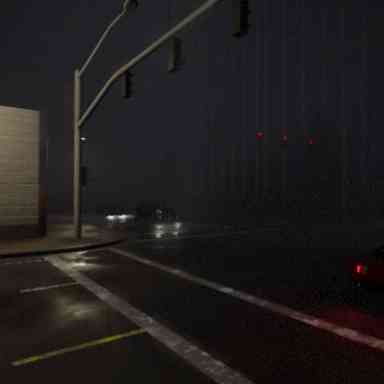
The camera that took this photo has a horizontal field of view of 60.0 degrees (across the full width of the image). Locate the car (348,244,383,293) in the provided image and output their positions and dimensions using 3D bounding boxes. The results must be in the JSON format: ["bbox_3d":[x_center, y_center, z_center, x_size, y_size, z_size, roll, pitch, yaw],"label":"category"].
[{"bbox_3d":[5.805,1.705,7.899,4.718,1.301,1.895,1,0,-35],"label":"car"}]

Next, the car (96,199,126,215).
[{"bbox_3d":[-8.774,1.739,35.802,1.994,1.385,4.181,1,0,-35],"label":"car"}]

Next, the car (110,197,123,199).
[{"bbox_3d":[-12.200,1.590,52.909,2.097,1.767,4.553,1,0,-36],"label":"car"}]

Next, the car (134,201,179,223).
[{"bbox_3d":[-3.005,1.527,27.742,2.097,1.767,4.553,1,0,-36],"label":"car"}]
